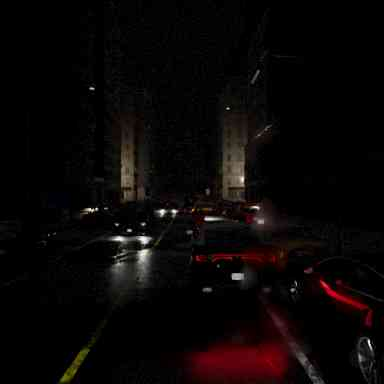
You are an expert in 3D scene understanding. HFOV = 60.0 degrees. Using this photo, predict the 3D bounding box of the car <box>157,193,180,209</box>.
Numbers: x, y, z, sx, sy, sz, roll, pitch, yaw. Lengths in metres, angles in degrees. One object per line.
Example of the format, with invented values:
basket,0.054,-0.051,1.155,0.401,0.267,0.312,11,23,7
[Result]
car,-3.096,1.217,44.985,2.150,2.045,5.566,0,0,0

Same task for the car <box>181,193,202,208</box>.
car,-0.087,1.348,46.854,2.097,1.767,4.553,0,0,0

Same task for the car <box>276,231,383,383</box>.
car,2.847,1.566,4.990,1.947,1.339,4.313,0,0,0

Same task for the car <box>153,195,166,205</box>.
car,-5.796,1.435,60.202,1.967,1.590,4.097,0,0,0

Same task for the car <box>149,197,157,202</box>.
car,-5.773,1.578,49.152,1.802,1.307,4.206,0,0,0

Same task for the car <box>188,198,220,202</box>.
car,0.847,1.476,24.889,1.882,1.535,5.008,0,0,0

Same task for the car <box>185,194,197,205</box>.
car,-0.129,1.347,60.259,2.097,1.767,4.553,0,0,0

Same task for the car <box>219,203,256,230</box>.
car,2.811,1.524,21.730,1.752,1.417,4.829,0,0,0

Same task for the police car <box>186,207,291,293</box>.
police car,0.880,1.425,8.999,1.930,1.638,5.238,0,0,0

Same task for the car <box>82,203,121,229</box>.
car,-5.714,1.543,21.527,1.887,1.381,4.507,0,0,0

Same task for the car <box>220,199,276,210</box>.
car,2.824,1.314,16.036,2.192,1.841,5.009,0,0,0

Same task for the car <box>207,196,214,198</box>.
car,2.788,1.437,32.607,1.967,1.590,4.097,0,0,0

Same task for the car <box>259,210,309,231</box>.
car,2.835,1.525,10.683,1.752,1.417,4.829,0,0,0

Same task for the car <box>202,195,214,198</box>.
car,2.753,1.562,49.178,1.947,1.339,4.313,0,0,0

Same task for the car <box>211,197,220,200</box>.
car,2.800,1.438,27.084,1.967,1.590,4.097,0,0,0

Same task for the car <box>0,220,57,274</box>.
car,-5.691,1.581,10.477,1.802,1.307,4.206,0,0,0

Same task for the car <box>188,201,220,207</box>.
car,0.860,1.477,18.889,1.882,1.535,5.008,0,0,0

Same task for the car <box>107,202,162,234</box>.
car,-3.140,1.546,19.380,2.033,1.411,5.357,0,0,0

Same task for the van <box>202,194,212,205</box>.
van,2.730,1.336,60.226,1.690,1.788,3.998,0,0,0

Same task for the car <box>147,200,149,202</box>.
car,-5.737,1.563,32.577,1.947,1.339,4.313,0,0,0

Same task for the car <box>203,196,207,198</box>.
car,2.765,1.547,43.655,2.008,1.369,4.403,0,0,0

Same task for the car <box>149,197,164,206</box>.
car,-5.784,1.561,54.677,1.947,1.339,4.313,0,0,0

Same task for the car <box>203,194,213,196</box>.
car,2.742,1.310,54.702,2.192,1.841,5.009,0,0,0
